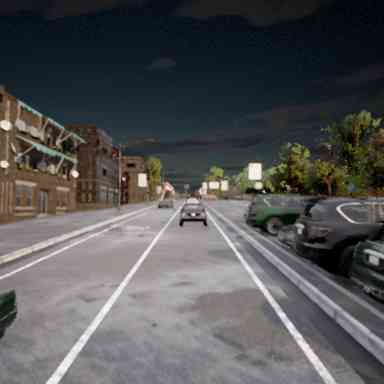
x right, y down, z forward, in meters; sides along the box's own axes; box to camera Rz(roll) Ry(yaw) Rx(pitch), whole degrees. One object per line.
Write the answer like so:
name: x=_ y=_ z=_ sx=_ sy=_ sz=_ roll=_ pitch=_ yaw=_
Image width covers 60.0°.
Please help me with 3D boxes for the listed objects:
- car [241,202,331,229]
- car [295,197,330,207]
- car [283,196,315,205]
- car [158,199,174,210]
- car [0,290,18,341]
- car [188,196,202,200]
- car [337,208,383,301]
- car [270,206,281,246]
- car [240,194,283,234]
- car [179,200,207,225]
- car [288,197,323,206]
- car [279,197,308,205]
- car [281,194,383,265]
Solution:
car: x=5.574 y=1.397 z=20.305 sx=4.892 sy=1.521 sz=2.231 roll=0 pitch=0 yaw=0
car: x=18.653 y=1.549 z=51.557 sx=4.674 sy=1.452 sz=2.002 roll=0 pitch=0 yaw=0
car: x=18.649 y=1.536 z=57.979 sx=4.892 sy=1.521 sz=2.231 roll=0 pitch=0 yaw=0
car: x=-3.378 y=1.585 z=44.084 sx=1.994 sy=1.385 sz=4.181 roll=0 pitch=0 yaw=0
car: x=-3.352 y=1.587 z=2.393 sx=1.895 sy=1.301 sz=4.718 roll=0 pitch=0 yaw=0
car: x=0.072 y=1.534 z=41.185 sx=1.812 sy=1.442 sz=4.674 roll=0 pitch=0 yaw=0
car: x=5.558 y=1.305 z=6.293 sx=4.553 sy=1.767 sz=2.185 roll=0 pitch=0 yaw=0
car: x=5.590 y=1.408 z=11.900 sx=4.892 sy=1.521 sz=2.231 roll=0 pitch=0 yaw=0
car: x=5.609 y=1.145 z=17.504 sx=5.566 sy=2.045 sz=2.435 roll=0 pitch=0 yaw=0
car: x=0.080 y=1.478 z=23.211 sx=2.033 sy=1.411 sz=5.357 roll=0 pitch=0 yaw=0
car: x=18.660 y=1.521 z=54.706 sx=5.008 sy=1.535 sz=2.097 roll=0 pitch=0 yaw=0
car: x=18.651 y=1.588 z=61.255 sx=4.674 sy=1.452 sz=2.002 roll=0 pitch=0 yaw=0
car: x=5.615 y=1.167 z=9.094 sx=5.566 sy=2.045 sz=2.435 roll=0 pitch=0 yaw=0
